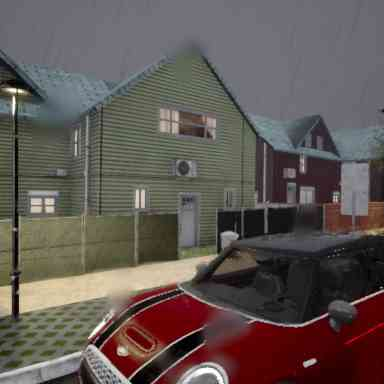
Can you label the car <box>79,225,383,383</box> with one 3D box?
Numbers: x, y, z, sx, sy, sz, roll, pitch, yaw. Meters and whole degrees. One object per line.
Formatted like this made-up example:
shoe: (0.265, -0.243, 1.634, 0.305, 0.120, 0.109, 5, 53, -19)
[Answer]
car: (1.077, 1.353, 3.953, 4.553, 1.767, 2.097, 0, 0, -37)
